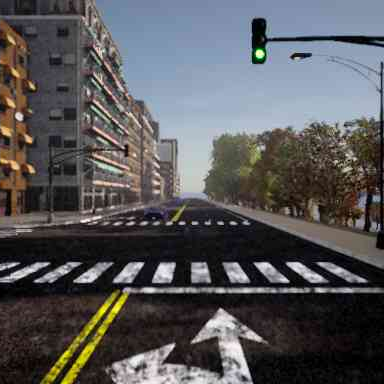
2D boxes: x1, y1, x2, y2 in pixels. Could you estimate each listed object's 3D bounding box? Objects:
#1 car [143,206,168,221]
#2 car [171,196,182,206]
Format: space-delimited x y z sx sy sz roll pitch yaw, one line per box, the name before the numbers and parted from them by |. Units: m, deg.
car | -3.244 1.923 30.394 1.895 1.301 4.718 0 0 0
car | -3.235 1.951 70.436 2.150 2.045 5.566 0 -1 0
